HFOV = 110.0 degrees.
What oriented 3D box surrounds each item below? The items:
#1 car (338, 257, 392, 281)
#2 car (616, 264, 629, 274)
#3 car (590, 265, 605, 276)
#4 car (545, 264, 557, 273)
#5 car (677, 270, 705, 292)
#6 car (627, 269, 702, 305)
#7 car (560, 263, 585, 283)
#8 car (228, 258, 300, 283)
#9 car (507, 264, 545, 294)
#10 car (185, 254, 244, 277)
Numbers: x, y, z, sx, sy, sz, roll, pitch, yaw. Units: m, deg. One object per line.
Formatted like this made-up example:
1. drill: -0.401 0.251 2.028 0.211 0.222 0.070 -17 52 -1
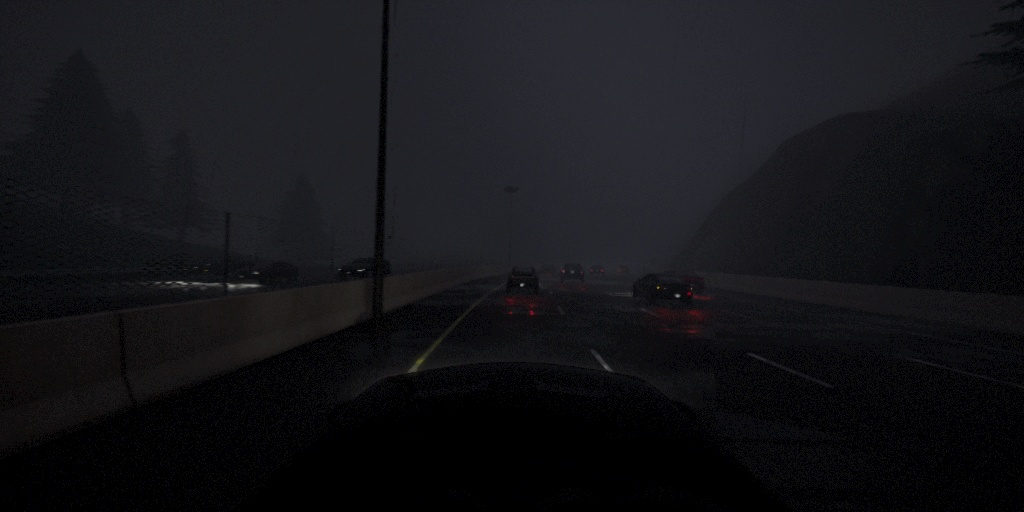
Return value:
1. car: -9.704 0.798 24.135 1.837 1.490 4.892 1 0 5
2. car: 17.466 2.033 56.429 1.882 1.535 5.008 1 0 16
3. car: 11.288 1.885 47.375 2.033 1.411 5.357 1 0 14
4. car: 5.404 1.819 52.507 1.895 1.301 4.718 1 0 14
5. car: 11.556 1.676 24.897 1.882 1.535 5.008 1 0 6
6. car: 7.473 1.575 18.128 1.812 1.442 4.674 1 0 4
7. car: 5.589 1.451 33.404 2.097 1.767 4.553 2 0 8
8. car: -16.687 1.039 24.731 1.812 1.442 4.674 1 0 5
9. car: 0.767 1.393 22.063 2.128 1.511 4.902 1 0 5
10. car: -20.164 0.586 25.032 1.994 1.385 4.181 1 0 5
